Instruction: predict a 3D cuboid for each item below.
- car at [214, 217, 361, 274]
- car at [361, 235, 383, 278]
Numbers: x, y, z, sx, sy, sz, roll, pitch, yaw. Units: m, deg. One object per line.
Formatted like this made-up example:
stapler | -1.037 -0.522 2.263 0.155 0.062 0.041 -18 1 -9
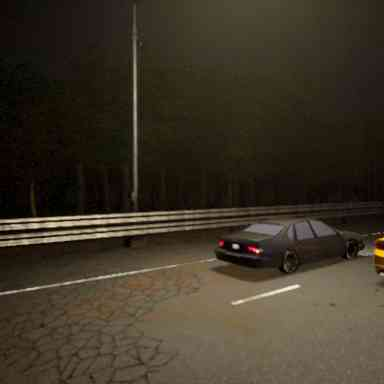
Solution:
car | 3.202 1.485 10.327 5.357 1.411 2.033 -1 0 -35
car | 6.589 1.404 8.445 5.008 1.535 1.882 0 0 -35
